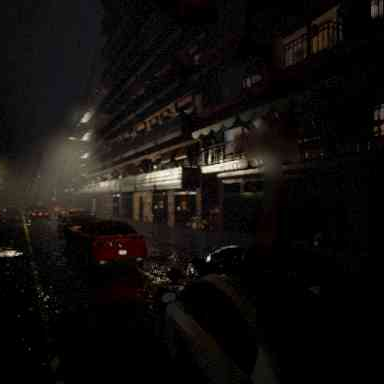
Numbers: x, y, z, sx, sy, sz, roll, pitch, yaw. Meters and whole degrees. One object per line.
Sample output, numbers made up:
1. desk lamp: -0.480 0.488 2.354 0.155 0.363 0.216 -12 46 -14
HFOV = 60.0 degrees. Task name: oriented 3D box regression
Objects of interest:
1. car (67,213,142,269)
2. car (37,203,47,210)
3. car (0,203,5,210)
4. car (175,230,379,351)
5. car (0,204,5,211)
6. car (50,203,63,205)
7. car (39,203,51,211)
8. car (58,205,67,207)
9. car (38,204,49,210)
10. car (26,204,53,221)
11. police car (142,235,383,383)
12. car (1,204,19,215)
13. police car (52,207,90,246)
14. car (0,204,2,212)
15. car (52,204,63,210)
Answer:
1. car: -3.283 1.763 12.484 1.882 1.535 5.008 1 -1 -27
2. car: -34.970 3.341 77.402 1.752 1.417 4.829 0 -1 -27
3. car: -42.251 3.248 73.240 1.752 1.417 4.829 0 -1 -27
4. car: 1.418 1.734 7.308 1.947 1.339 4.313 1 -1 -27
5. car: -39.735 3.155 68.394 2.008 1.369 4.403 0 -1 -27
6. car: -16.736 2.415 42.281 1.967 1.590 4.097 0 -1 -27
7. car: -29.704 3.009 67.260 1.967 1.590 4.097 0 -1 -27
8. car: -11.549 2.285 32.287 1.887 1.381 4.507 0 -1 -27
9. car: -32.297 3.255 72.254 1.947 1.339 4.313 0 -1 -27
10. car: -16.997 2.401 37.016 2.033 1.411 5.357 1 -1 -27
11. police car: 0.780 1.512 3.665 1.930 1.638 5.238 0 -1 -16
12. car: -27.712 2.787 51.072 1.895 1.301 4.718 1 -2 -27
13. police car: -6.099 1.834 17.907 1.930 1.638 5.238 1 -1 -27
14. car: -37.064 3.005 63.248 1.752 1.417 4.829 0 -1 -27
15. car: -14.143 2.402 37.283 1.887 1.381 4.507 0 -1 -27
